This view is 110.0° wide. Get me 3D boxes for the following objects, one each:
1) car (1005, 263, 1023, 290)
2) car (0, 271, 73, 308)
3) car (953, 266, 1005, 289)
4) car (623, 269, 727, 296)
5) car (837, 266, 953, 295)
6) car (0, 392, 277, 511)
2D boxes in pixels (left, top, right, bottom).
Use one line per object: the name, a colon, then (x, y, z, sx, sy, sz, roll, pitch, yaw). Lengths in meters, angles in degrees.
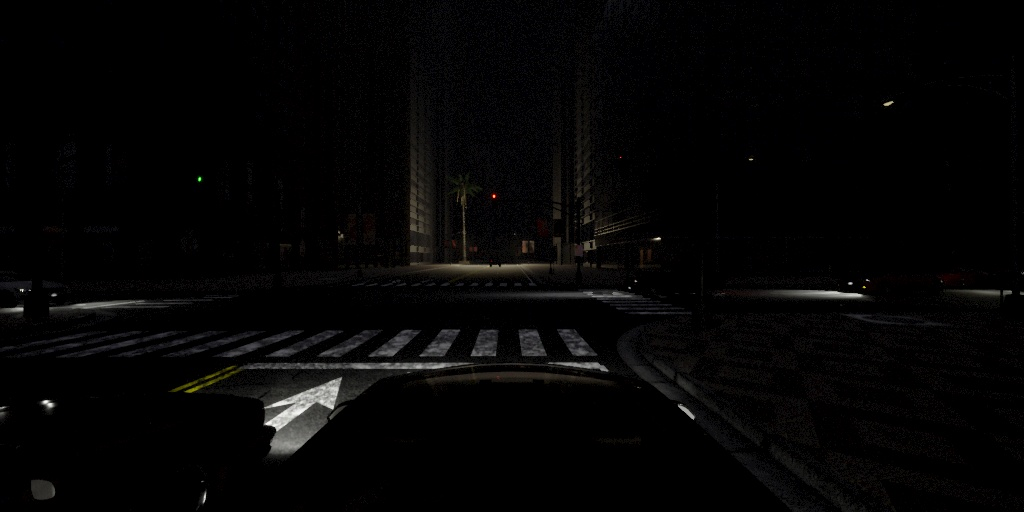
car: (29.971, 1.012, 19.044, 4.553, 1.767, 2.097, 0, 0, -1)
car: (-21.380, 1.353, 14.950, 4.674, 1.442, 1.812, 0, 0, 1)
car: (26.424, 1.274, 21.739, 4.207, 1.307, 1.802, 0, 0, -1)
car: (8.316, 1.332, 18.668, 4.718, 1.301, 1.895, 0, 0, -1)
car: (19.773, 1.255, 18.866, 4.181, 1.385, 1.994, 0, 0, -1)
car: (-3.176, 1.297, 0.730, 2.033, 1.411, 5.357, 0, 0, 4)
